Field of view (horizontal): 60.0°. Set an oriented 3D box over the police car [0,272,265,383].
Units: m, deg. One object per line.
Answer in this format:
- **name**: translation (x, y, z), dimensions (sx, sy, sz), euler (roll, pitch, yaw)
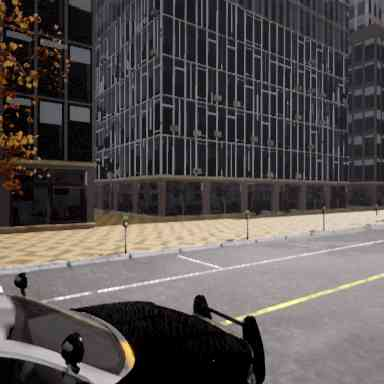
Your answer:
- **police car**: translation (-1.616, 1.419, 2.281), dimensions (5.238, 1.638, 1.930), euler (0, 0, -36)
